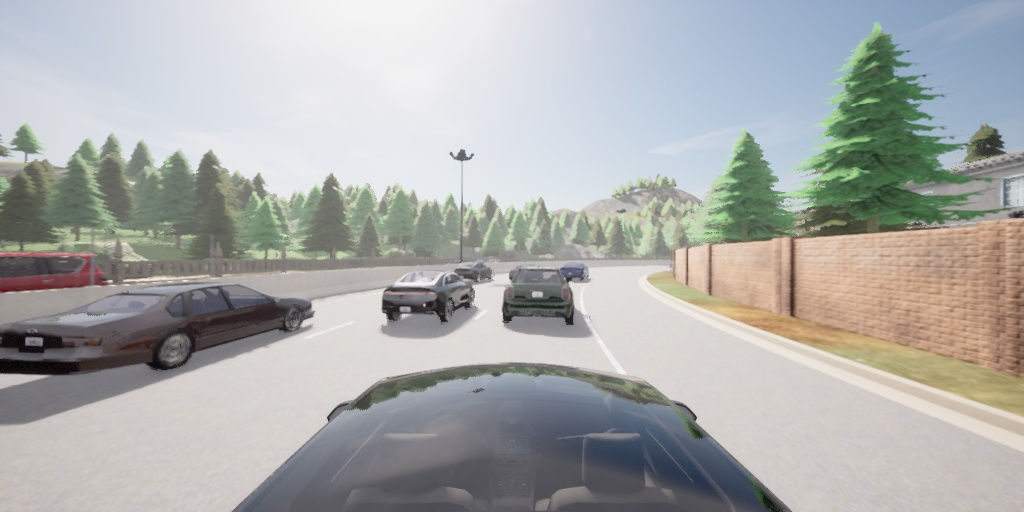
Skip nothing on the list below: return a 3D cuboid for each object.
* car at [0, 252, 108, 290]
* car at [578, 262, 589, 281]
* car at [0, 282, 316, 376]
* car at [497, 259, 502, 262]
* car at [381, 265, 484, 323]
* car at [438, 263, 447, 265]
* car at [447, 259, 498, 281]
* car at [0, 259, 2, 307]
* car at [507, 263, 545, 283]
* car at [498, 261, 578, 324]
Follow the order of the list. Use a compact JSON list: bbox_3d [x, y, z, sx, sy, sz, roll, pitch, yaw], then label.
[{"bbox_3d":[-13.697,0.907,8.766,2.150,2.045,5.566,0,0,5],"label":"car"},{"bbox_3d":[5.392,1.238,30.566,1.882,1.535,5.008,0,0,19],"label":"car"},{"bbox_3d":[-6.601,1.265,7.602,2.033,1.411,5.357,0,0,5],"label":"car"},{"bbox_3d":[-2.500,1.208,47.814,2.128,1.511,4.902,0,0,28],"label":"car"},{"bbox_3d":[-2.580,1.225,12.058,2.128,1.511,4.902,0,0,7],"label":"car"},{"bbox_3d":[-8.574,1.289,51.313,1.895,1.301,4.718,0,0,28],"label":"car"},{"bbox_3d":[-2.893,1.229,27.676,1.837,1.490,4.892,0,0,16],"label":"car"},{"bbox_3d":[-20.406,1.006,11.297,2.097,1.767,4.553,0,0,6],"label":"car"},{"bbox_3d":[1.203,1.306,29.014,1.994,1.385,4.181,0,0,18],"label":"car"},{"bbox_3d":[0.970,1.101,12.183,2.097,1.767,4.553,0,0,7],"label":"car"}]
